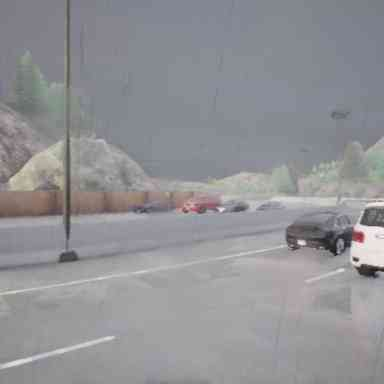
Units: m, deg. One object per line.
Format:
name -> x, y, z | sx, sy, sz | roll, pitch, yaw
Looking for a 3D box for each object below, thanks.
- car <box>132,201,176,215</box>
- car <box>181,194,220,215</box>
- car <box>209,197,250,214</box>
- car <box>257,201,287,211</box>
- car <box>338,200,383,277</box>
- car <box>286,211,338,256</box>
car -> -3.867, 1.629, 34.128 | 1.895, 1.301, 4.718 | 0, 0, 38
car -> 1.167, 1.261, 35.035 | 2.150, 2.045, 5.566 | 0, 0, 35
car -> 4.127, 1.536, 33.291 | 2.128, 1.511, 4.902 | 0, 0, 34
car -> 7.865, 1.616, 32.609 | 1.994, 1.385, 4.181 | 0, 0, 33
car -> 6.429, 1.246, 9.284 | 5.566, 2.045, 2.150 | 0, 0, -43
car -> 5.642, 1.533, 13.388 | 4.892, 1.490, 1.837 | 0, 0, -43
